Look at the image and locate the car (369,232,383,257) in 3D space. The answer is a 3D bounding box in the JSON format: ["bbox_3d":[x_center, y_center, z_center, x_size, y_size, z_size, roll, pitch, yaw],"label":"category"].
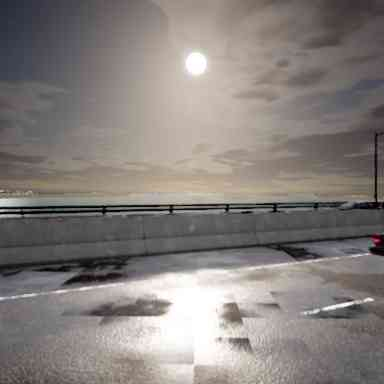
[{"bbox_3d":[8.388,1.619,11.213,5.357,1.411,2.033,0,0,-26],"label":"car"}]

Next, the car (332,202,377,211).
[{"bbox_3d":[17.326,1.753,35.377,5.357,1.411,2.033,0,0,-26],"label":"car"}]
